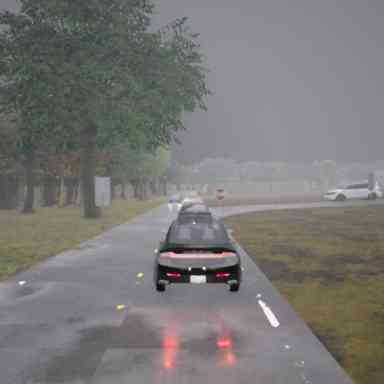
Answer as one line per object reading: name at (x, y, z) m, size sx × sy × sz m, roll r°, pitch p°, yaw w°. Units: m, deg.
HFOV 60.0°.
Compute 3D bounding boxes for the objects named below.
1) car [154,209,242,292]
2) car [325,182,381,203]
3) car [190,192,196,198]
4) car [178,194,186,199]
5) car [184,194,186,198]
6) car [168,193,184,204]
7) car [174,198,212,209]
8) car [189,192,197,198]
car at (0.125, 1.423, 8.720) m, size 2.128 × 1.511 × 4.902 m, roll 0°, pitch 0°, yaw 0°
car at (17.353, 0.027, 35.935) m, size 5.566 × 2.045 × 2.150 m, roll -3°, pitch 1°, yaw 1°
car at (0.294, 0.789, 90.902) m, size 1.812 × 1.442 × 4.674 m, roll 0°, pitch 0°, yaw 0°
car at (-2.479, 1.065, 83.609) m, size 1.895 × 1.301 × 4.718 m, roll 0°, pitch 0°, yaw 0°
car at (-2.526, 1.063, 69.299) m, size 1.837 × 1.490 × 4.892 m, roll 0°, pitch 0°, yaw 0°
car at (-2.663, 1.171, 53.411) m, size 1.812 × 1.442 × 4.674 m, roll 0°, pitch 0°, yaw 0°
car at (0.131, 1.337, 19.070) m, size 1.882 × 1.535 × 5.008 m, roll 0°, pitch 1°, yaw -1°
car at (0.260, 0.969, 80.482) m, size 1.882 × 1.535 × 5.008 m, roll 0°, pitch 0°, yaw 0°
